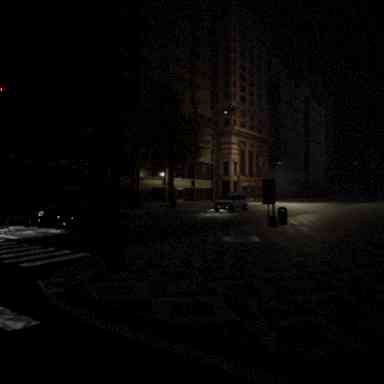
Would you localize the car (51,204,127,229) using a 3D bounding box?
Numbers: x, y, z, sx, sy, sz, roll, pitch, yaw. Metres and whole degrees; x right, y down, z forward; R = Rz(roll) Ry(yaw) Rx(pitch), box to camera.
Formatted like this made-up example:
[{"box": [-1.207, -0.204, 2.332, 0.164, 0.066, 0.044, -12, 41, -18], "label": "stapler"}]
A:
[{"box": [-6.733, 1.681, 22.613, 1.895, 1.301, 4.718, 0, 0, 35], "label": "car"}]

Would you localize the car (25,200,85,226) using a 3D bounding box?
[{"box": [-9.605, 1.440, 24.181, 2.097, 1.767, 4.553, 0, 0, 35], "label": "car"}]

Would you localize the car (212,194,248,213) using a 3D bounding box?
[{"box": [4.511, 1.260, 38.505, 2.150, 2.045, 5.566, 0, 0, 35], "label": "car"}]
